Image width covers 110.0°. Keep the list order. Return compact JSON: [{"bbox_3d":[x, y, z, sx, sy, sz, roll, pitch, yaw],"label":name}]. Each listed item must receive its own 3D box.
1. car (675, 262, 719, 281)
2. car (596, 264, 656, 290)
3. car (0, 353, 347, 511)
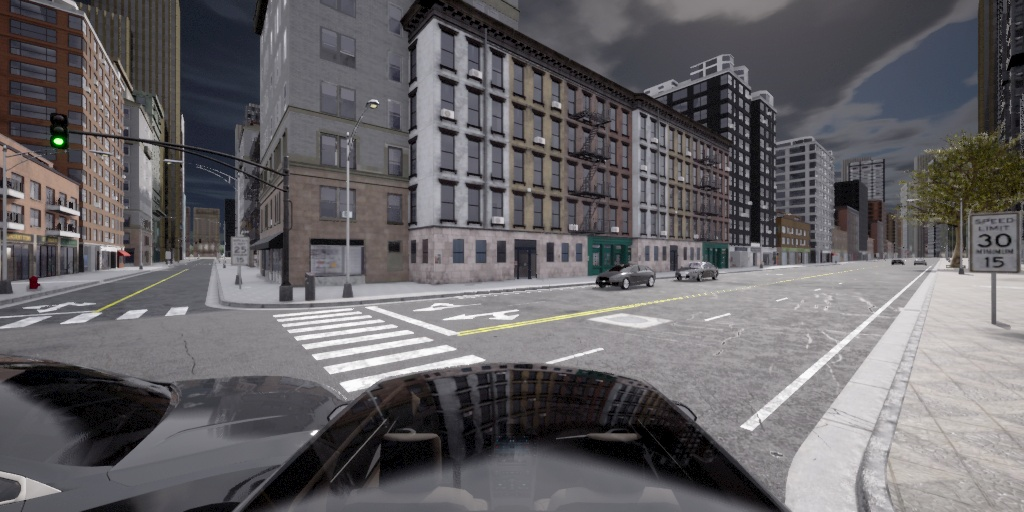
[{"bbox_3d":[15.264,1.232,29.506,4.902,1.511,2.128,0,0,-40],"label":"car"},{"bbox_3d":[7.340,1.255,22.927,4.892,1.490,1.837,0,0,-40],"label":"car"},{"bbox_3d":[-3.246,1.257,1.587,4.892,1.490,1.837,0,0,-35],"label":"car"}]
